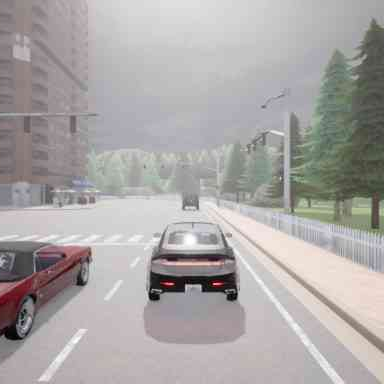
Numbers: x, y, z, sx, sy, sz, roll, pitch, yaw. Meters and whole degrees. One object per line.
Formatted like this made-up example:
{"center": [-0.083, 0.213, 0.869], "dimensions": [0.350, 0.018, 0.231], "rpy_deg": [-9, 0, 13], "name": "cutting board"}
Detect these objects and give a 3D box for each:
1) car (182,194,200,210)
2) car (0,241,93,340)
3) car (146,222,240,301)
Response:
{"center": [-0.180, 1.221, 43.761], "dimensions": [2.150, 2.045, 5.566], "rpy_deg": [0, 0, -1], "name": "car"}
{"center": [-3.450, 1.601, 6.461], "dimensions": [1.895, 1.301, 4.718], "rpy_deg": [0, 0, 0], "name": "car"}
{"center": [0.023, 1.492, 8.310], "dimensions": [2.128, 1.511, 4.902], "rpy_deg": [0, 0, 0], "name": "car"}
